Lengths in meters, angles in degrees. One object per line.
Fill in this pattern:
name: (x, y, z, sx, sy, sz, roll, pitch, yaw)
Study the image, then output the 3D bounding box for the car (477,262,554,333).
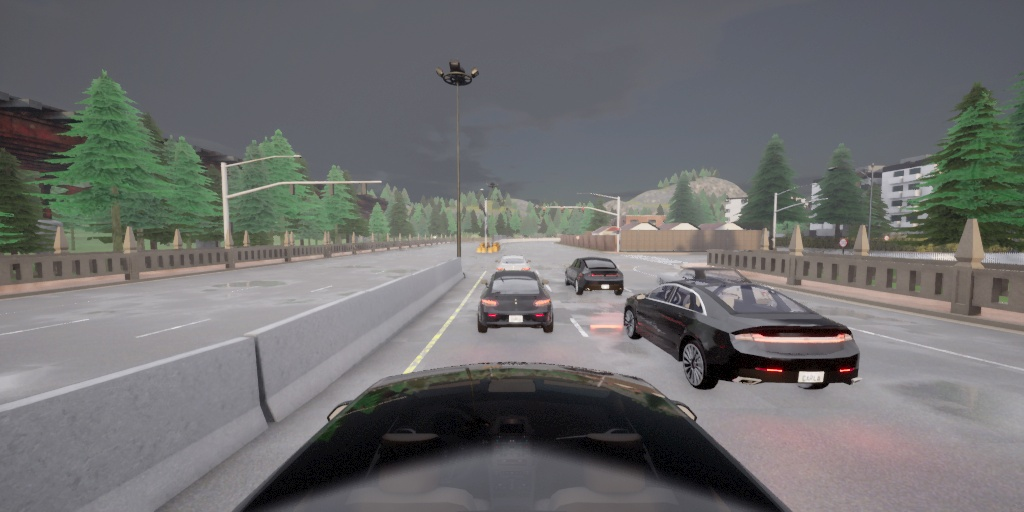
car: (0.081, 1.113, 10.079, 1.812, 1.442, 4.674, 0, 2, 0)

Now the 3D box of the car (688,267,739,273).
car: (7.075, 1.047, 13.230, 1.895, 1.301, 4.718, 0, 3, 0)

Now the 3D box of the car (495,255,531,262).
car: (0.060, 0.647, 19.088, 1.812, 1.442, 4.674, 0, 3, 0)

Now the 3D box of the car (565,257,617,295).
car: (3.568, 0.792, 16.139, 1.837, 1.490, 4.892, 0, 3, 0)

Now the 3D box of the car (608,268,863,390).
car: (3.586, 1.179, 6.714, 2.128, 1.511, 4.902, 0, 1, 0)
